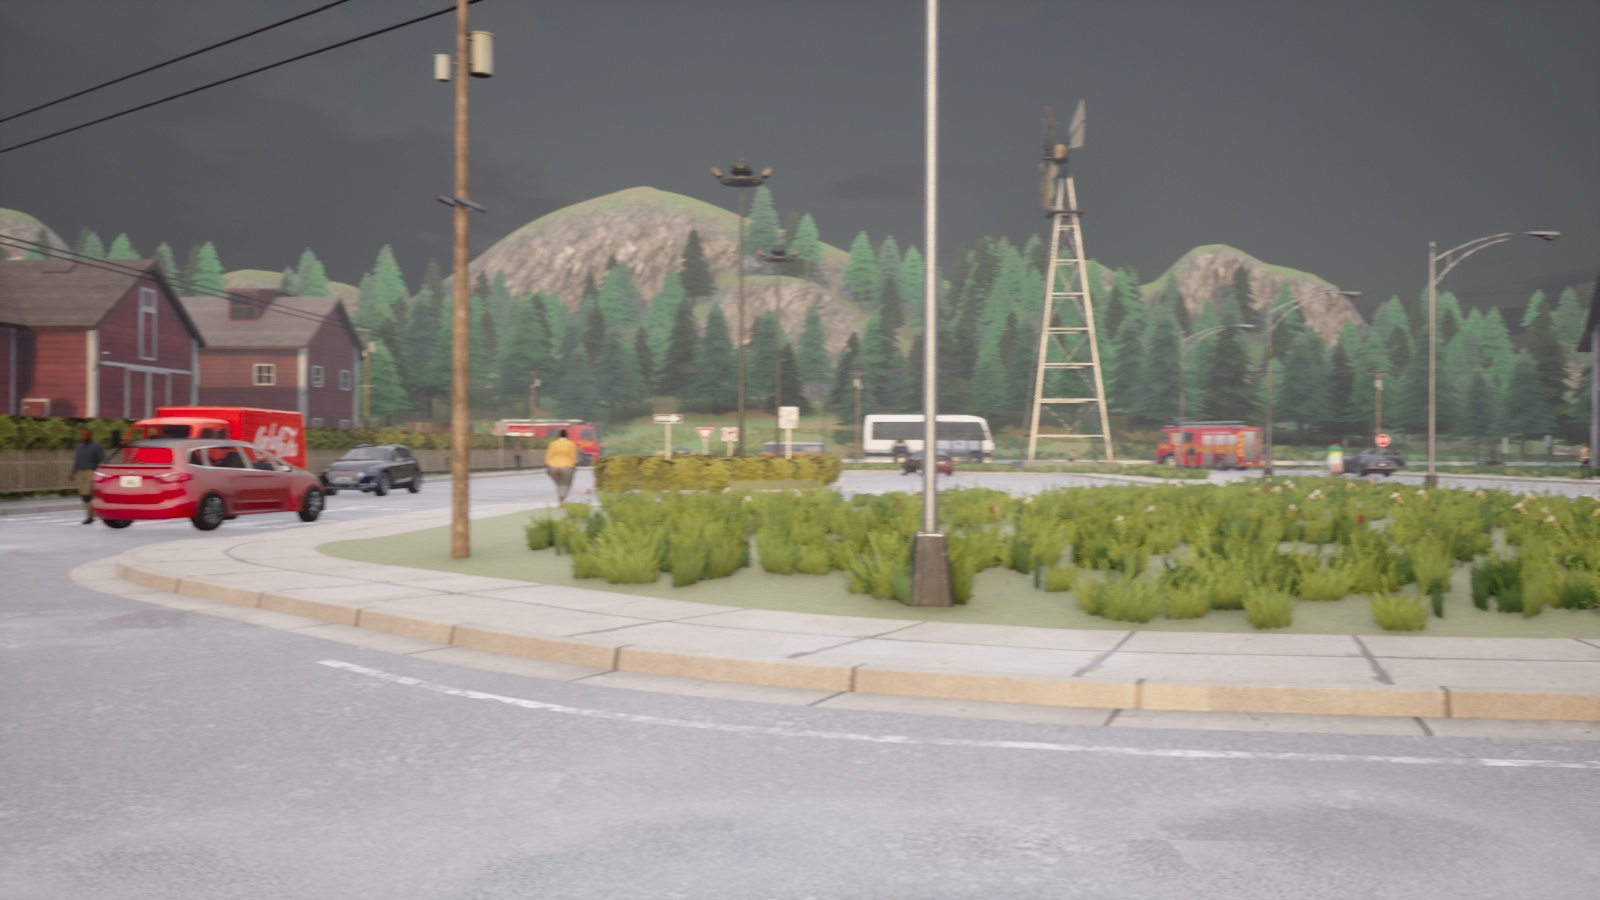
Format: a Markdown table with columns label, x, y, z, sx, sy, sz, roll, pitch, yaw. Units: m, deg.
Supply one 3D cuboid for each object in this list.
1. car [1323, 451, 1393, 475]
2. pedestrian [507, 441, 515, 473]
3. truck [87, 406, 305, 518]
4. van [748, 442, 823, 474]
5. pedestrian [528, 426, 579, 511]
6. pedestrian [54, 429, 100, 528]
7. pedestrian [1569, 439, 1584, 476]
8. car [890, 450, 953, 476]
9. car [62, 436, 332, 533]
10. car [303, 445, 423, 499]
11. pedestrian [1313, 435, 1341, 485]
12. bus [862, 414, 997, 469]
| label | x | y | z | sx | sy | sz | roll | pitch | yaw |
| --- | --- | --- | --- | --- | --- | --- | --- | --- | --- |
| car | 33.936 | 0.766 | 76.557 | 2.033 | 1.411 | 5.357 | 0 | 0 | 2 |
| pedestrian | -16.687 | 0.394 | 72.567 | 0.331 | 1.846 | 0.634 | 0 | 0 | -1 |
| truck | -14.371 | 0.260 | 30.348 | 2.627 | 2.467 | 5.204 | 0 | 0 | 2 |
| van | -0.908 | 0.484 | 79.200 | 4.442 | 1.987 | 1.775 | 0 | 0 | 16 |
| pedestrian | -5.432 | 0.399 | 27.716 | 0.874 | 1.855 | 0.900 | 0 | 0 | 7 |
| pedestrian | -13.641 | 0.531 | 23.709 | 0.370 | 1.835 | 0.726 | 0 | 0 | 11 |
| pedestrian | 38.608 | 0.374 | 62.449 | 0.345 | 1.836 | 0.594 | 0 | 0 | -6 |
| car | 6.993 | 0.729 | 72.750 | 2.163 | 1.488 | 4.792 | 0 | 0 | -14 |
| car | -11.334 | 0.591 | 24.057 | 2.242 | 1.667 | 4.611 | 0 | 0 | 14 |
| car | -13.977 | 0.675 | 40.487 | 2.033 | 1.649 | 4.856 | 0 | 0 | 2 |
| pedestrian | 20.578 | 0.385 | 49.043 | 0.659 | 1.952 | 0.873 | 0 | 0 | -3 |
| bus | 10.013 | -0.654 | 98.106 | 10.273 | 4.253 | 3.944 | 0 | 0 | 2 |
